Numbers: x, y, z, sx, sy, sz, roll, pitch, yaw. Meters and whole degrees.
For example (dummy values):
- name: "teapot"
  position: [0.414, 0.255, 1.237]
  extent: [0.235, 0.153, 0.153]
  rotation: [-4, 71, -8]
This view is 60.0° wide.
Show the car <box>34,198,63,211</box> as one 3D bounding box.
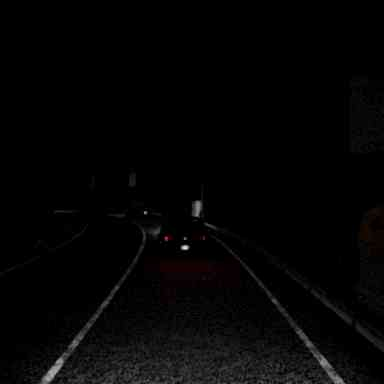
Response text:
- name: "car"
  position: [-18.390, 1.537, 42.529]
  extent: [4.902, 1.511, 2.128]
  rotation: [0, -1, 40]

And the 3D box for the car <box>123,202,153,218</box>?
- name: "car"
  position: [-5.075, 1.647, 31.224]
  extent: [1.812, 1.442, 4.674]
  rotation: [1, 0, -25]

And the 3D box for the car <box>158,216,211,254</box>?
- name: "car"
  position: [-0.411, 1.657, 13.825]
  extent: [1.895, 1.301, 4.718]
  rotation: [0, 0, -4]
